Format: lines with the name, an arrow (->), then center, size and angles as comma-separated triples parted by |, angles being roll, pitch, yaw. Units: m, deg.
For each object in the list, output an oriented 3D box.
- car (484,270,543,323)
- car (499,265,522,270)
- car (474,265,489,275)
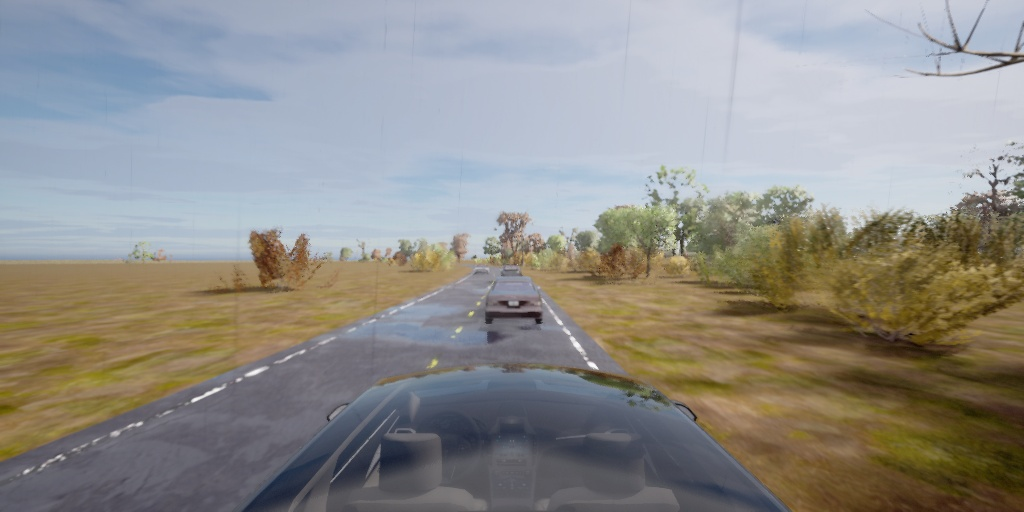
car -> 0.070, 1.406, 12.632 | 2.033, 1.411, 5.357 | 0, -1, 0
car -> -0.144, 1.547, 32.464 | 2.128, 1.511, 4.902 | 0, -1, -1
car -> -4.005, 1.814, 47.920 | 1.895, 1.301, 4.718 | 0, -1, -3
